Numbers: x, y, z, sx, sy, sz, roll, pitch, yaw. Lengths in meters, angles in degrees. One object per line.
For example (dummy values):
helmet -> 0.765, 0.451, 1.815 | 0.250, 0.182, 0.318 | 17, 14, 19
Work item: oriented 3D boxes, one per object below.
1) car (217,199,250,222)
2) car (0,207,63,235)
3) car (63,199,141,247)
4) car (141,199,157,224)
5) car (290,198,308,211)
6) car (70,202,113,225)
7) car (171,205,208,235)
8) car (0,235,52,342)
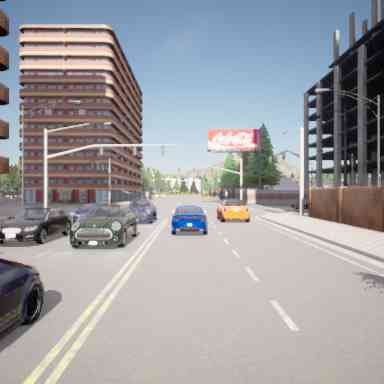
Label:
car -> 3.151, 1.346, 26.071 | 2.097, 1.767, 4.553 | 0, 0, -1
car -> -7.286, 1.488, 15.793 | 2.128, 1.511, 4.902 | 0, 0, -1
car -> -3.777, 1.349, 14.869 | 2.097, 1.767, 4.553 | 0, 0, -1
car -> -3.833, 1.346, 24.835 | 2.097, 1.767, 4.553 | 0, 0, -1
car -> 13.696, 1.483, 37.840 | 4.902, 1.511, 2.128 | 0, 0, 0
car -> -7.332, 1.520, 24.757 | 1.812, 1.442, 4.674 | 0, 0, -1
car -> -0.152, 1.473, 18.942 | 1.882, 1.535, 5.008 | 0, 0, -1
car -> -3.640, 1.563, 4.302 | 1.994, 1.385, 4.181 | 0, 0, 0
